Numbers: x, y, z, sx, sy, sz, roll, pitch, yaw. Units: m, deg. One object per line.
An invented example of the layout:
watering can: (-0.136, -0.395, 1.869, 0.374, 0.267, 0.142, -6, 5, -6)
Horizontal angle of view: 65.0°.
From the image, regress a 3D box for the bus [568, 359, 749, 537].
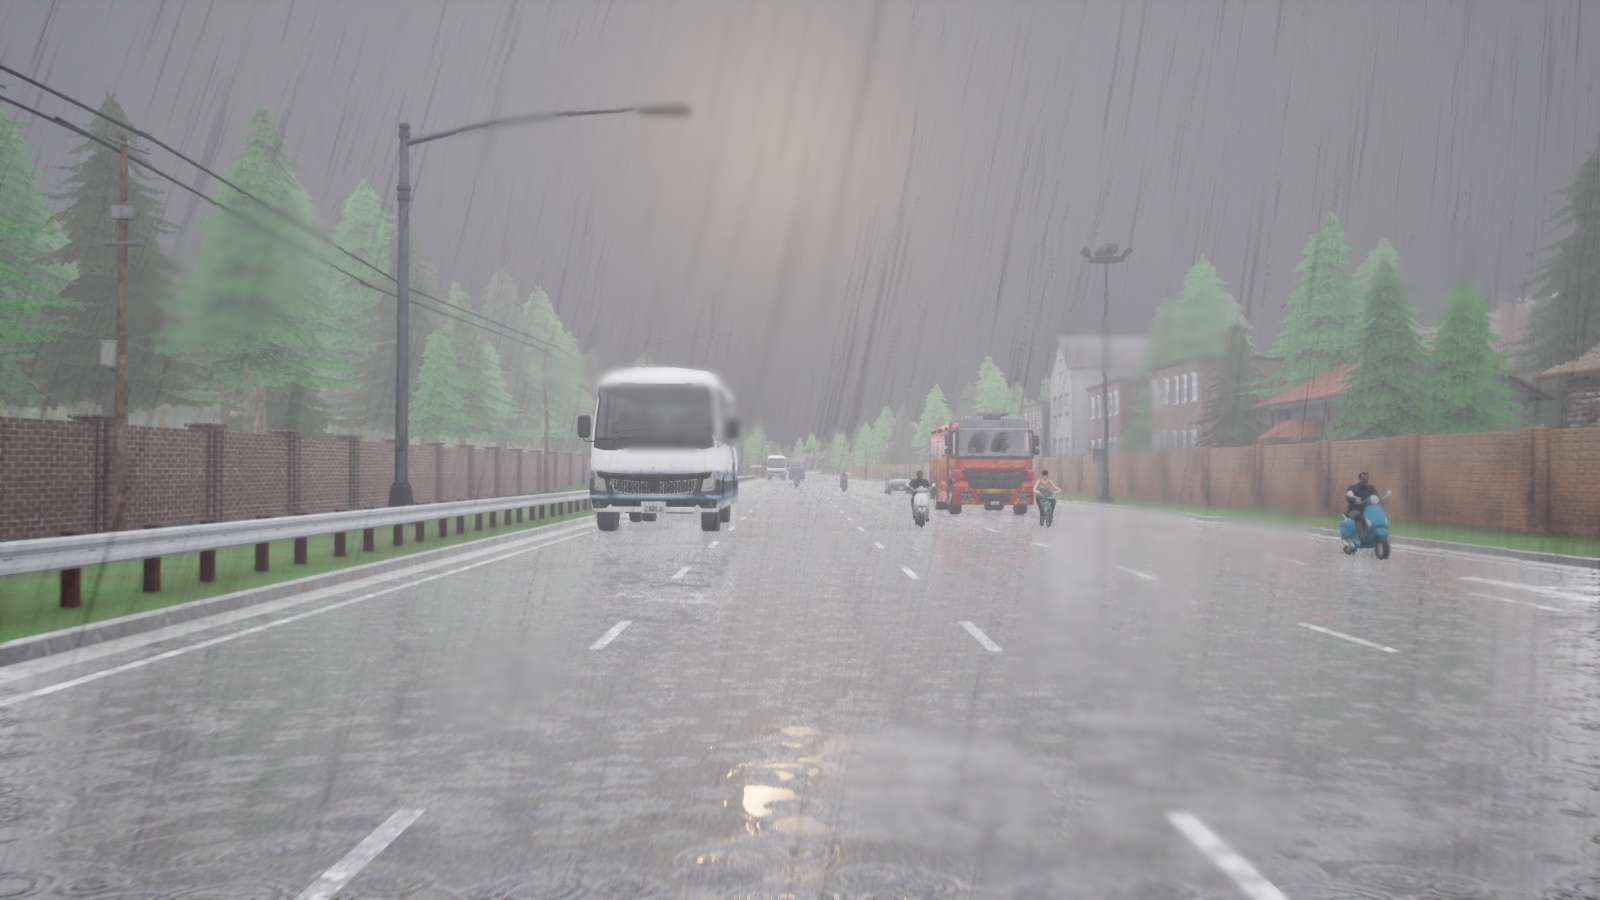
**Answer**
bus: (-3.593, 0.041, 35.179, 3.944, 4.253, 10.273, 0, -1, 0)

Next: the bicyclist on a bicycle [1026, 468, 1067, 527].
bicyclist on a bicycle: (6.918, 1.314, 35.294, 0.866, 1.612, 1.509, 0, -1, 0)

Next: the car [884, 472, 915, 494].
car: (6.788, 2.239, 85.912, 1.816, 1.474, 4.193, 0, -1, 0)

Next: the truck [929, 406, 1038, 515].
truck: (6.876, 0.430, 48.231, 2.891, 3.827, 8.468, 0, -1, 0)

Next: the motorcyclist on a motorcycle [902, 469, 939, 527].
motorcyclist on a motorcycle: (3.412, 1.352, 35.674, 0.866, 1.590, 1.817, 0, -1, 0)

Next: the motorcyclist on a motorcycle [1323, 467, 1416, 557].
motorcyclist on a motorcycle: (10.442, 1.113, 23.113, 0.866, 1.590, 1.817, 0, -1, 0)
